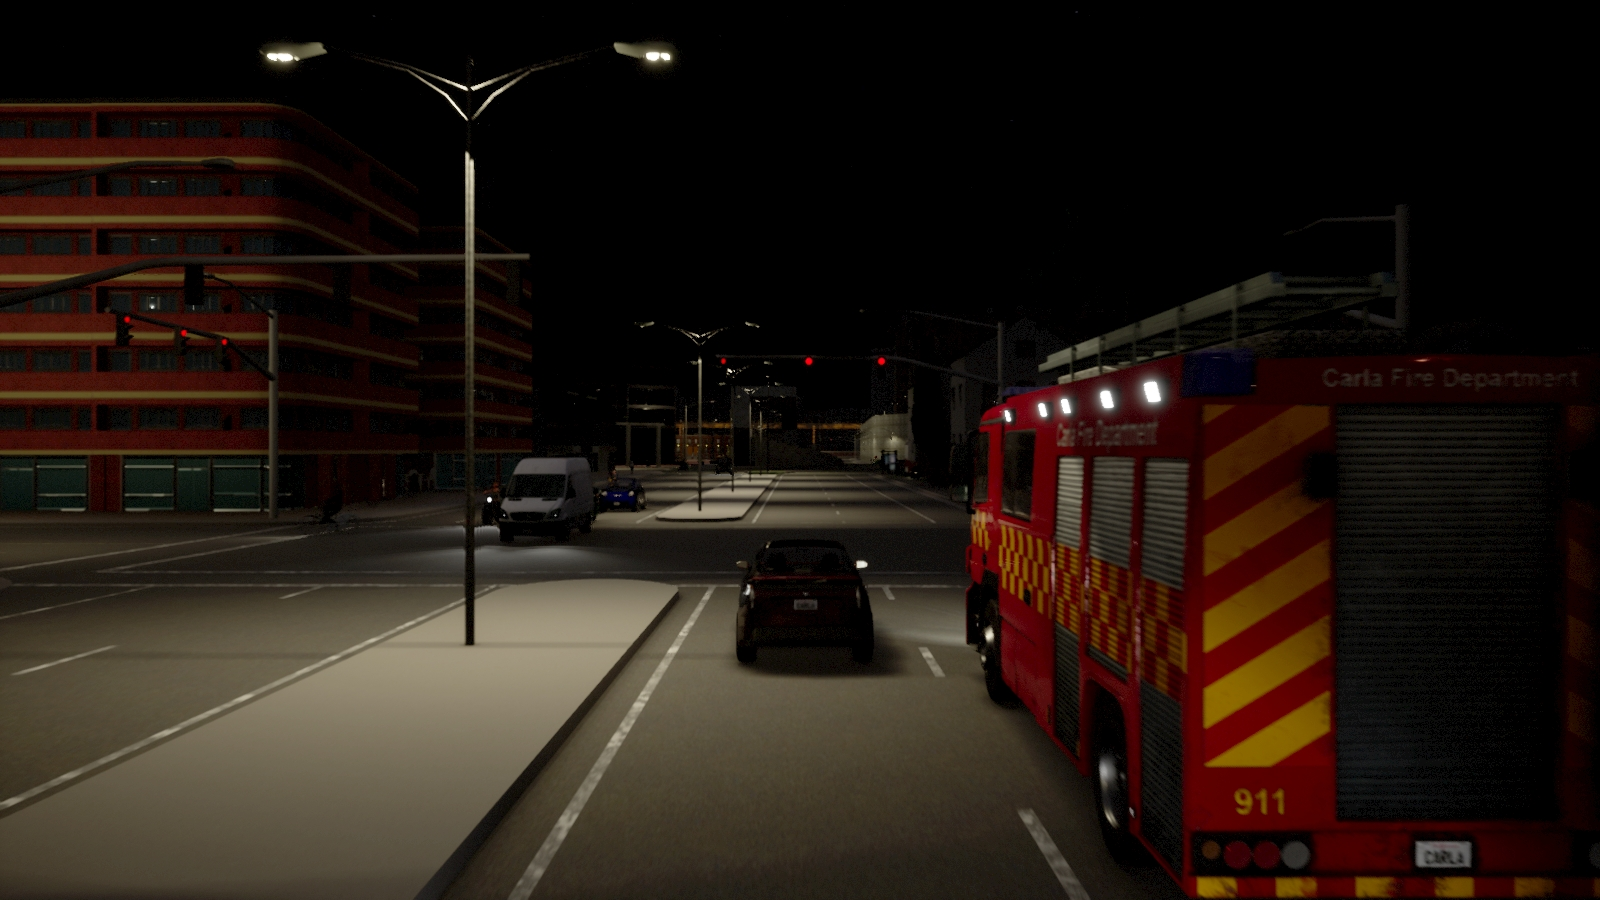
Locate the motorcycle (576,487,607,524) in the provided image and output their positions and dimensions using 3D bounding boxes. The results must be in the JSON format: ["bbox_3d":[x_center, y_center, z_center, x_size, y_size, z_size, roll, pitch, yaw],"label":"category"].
[{"bbox_3d":[-8.044,2.130,44.187,0.856,1.341,1.805,0,0,0],"label":"motorcycle"}]

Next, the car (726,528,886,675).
[{"bbox_3d":[0.044,2.040,16.514,2.007,1.525,4.514,0,0,-1],"label":"car"}]

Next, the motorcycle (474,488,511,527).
[{"bbox_3d":[-11.561,2.143,43.015,0.764,1.332,2.356,0,0,0],"label":"motorcycle"}]

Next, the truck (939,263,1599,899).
[{"bbox_3d":[3.229,0.890,10.477,2.891,3.827,8.468,0,0,0],"label":"truck"}]

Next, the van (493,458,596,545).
[{"bbox_3d":[-8.055,1.535,36.577,1.988,2.561,5.915,0,0,0],"label":"van"}]
